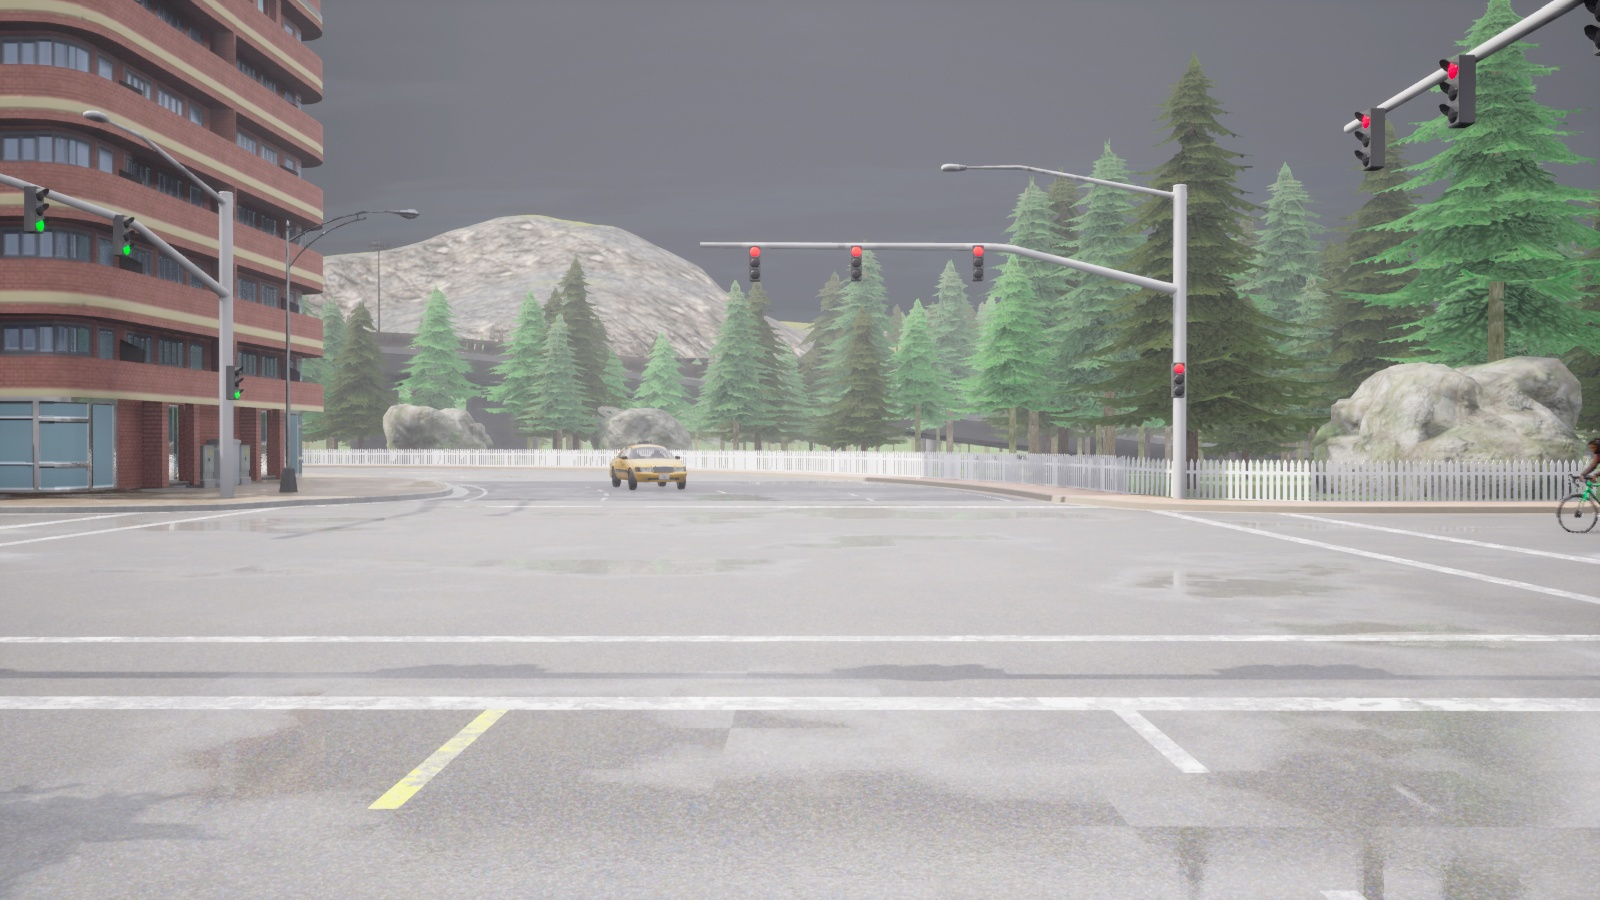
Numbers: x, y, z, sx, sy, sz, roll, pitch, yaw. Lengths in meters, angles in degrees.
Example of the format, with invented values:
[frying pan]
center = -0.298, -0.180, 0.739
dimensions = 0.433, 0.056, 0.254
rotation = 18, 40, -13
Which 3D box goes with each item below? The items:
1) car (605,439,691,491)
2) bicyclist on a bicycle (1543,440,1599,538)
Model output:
[car]
center = -5.093, 0.447, 41.520
dimensions = 1.801, 1.575, 5.366
rotation = 0, 0, -18
[bicyclist on a bicycle]
center = 13.544, 0.646, 21.187
dimensions = 1.656, 1.620, 0.582
rotation = 0, 0, 1
